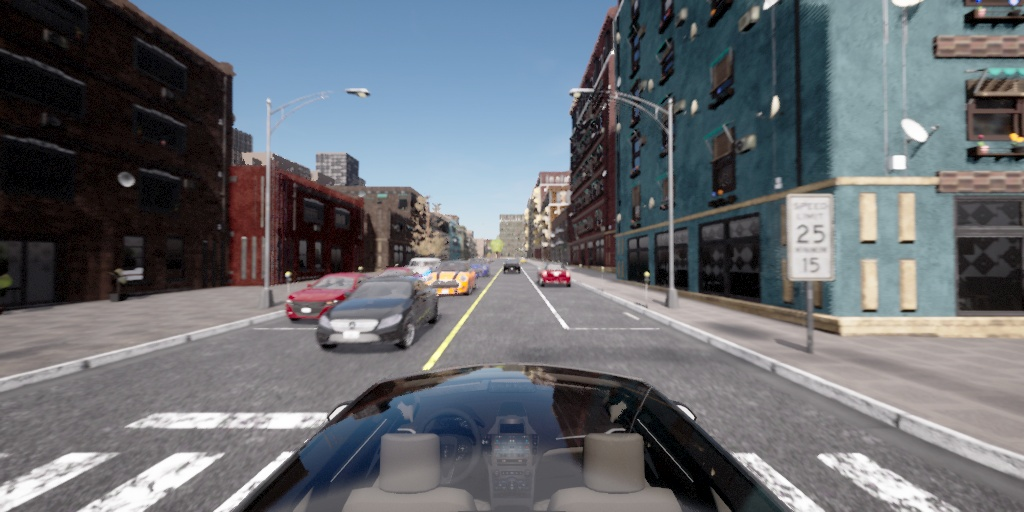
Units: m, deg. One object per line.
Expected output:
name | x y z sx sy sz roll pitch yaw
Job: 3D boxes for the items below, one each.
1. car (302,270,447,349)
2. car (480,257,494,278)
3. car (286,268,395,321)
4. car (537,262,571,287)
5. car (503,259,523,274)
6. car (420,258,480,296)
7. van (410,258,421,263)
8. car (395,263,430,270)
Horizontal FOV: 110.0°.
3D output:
car | -3.096 1.256 9.239 1.812 1.442 4.674 0 0 0
car | -3.091 1.023 32.629 2.097 1.767 4.553 0 0 0
car | -5.770 1.267 12.280 1.888 1.381 4.507 0 0 0
car | 2.684 1.132 23.713 1.967 1.591 4.097 0 0 0
car | -0.012 1.129 39.534 1.882 1.535 5.008 0 0 0
car | -3.100 1.057 18.944 2.097 1.767 4.553 0 0 0
van | -5.697 1.033 23.650 1.690 1.789 3.998 0 0 0
car | -5.696 1.252 17.962 1.888 1.381 4.507 0 0 0
